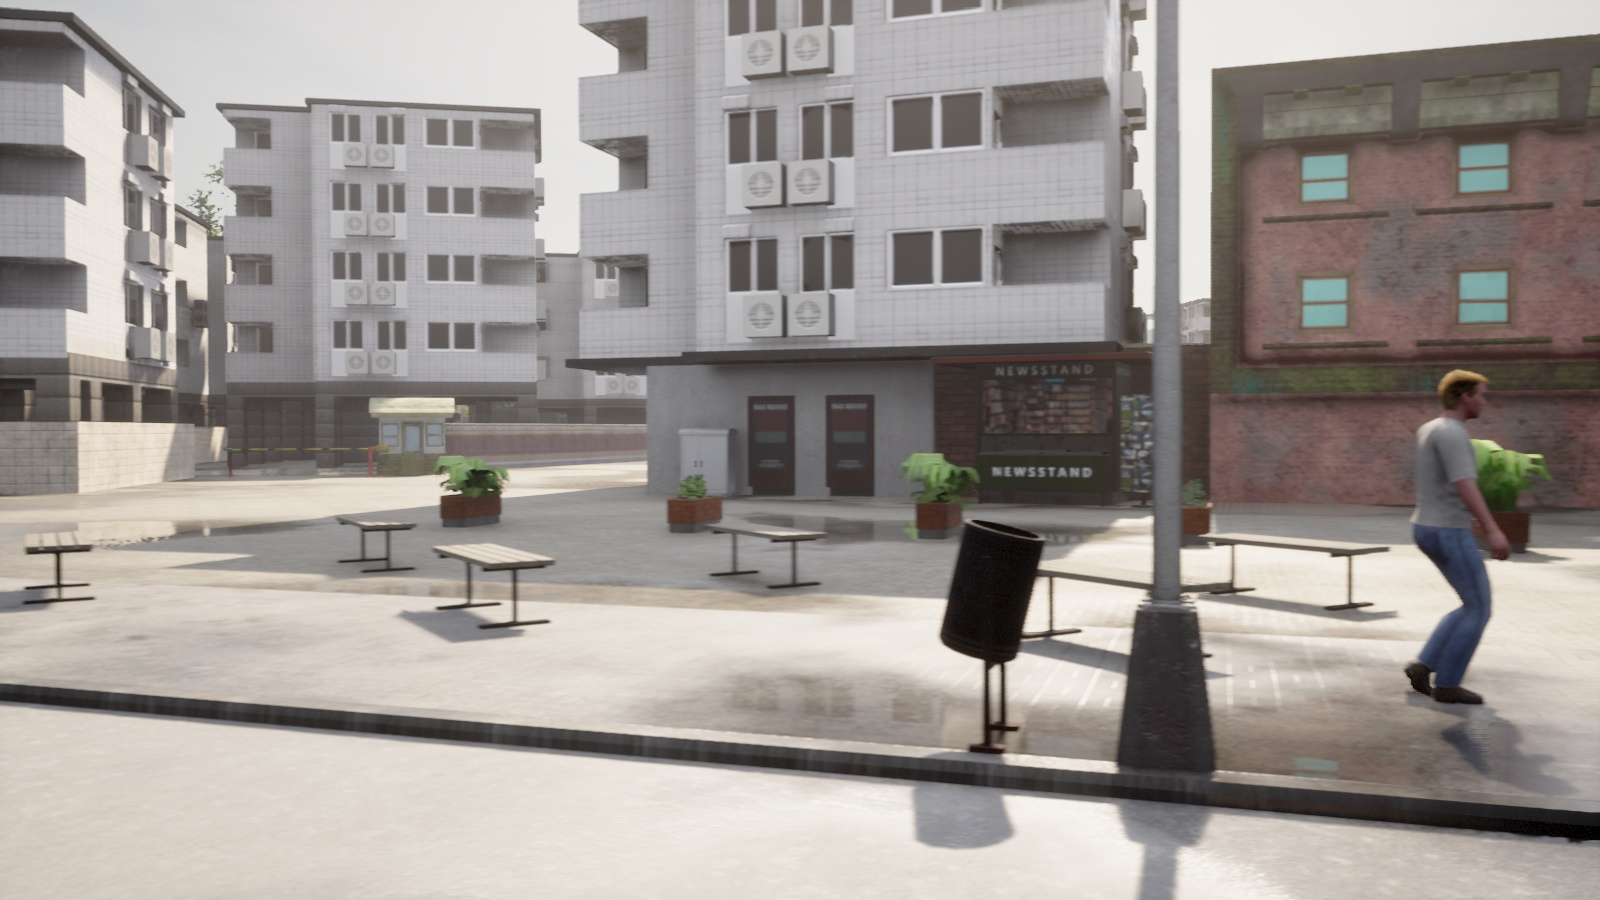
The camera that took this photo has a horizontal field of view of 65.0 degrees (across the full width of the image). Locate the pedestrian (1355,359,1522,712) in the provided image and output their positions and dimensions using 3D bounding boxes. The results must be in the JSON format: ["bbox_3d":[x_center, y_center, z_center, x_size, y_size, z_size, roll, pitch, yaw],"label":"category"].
[{"bbox_3d":[3.416,0.441,6.747,0.706,1.836,0.354,0,1,9],"label":"pedestrian"}]
